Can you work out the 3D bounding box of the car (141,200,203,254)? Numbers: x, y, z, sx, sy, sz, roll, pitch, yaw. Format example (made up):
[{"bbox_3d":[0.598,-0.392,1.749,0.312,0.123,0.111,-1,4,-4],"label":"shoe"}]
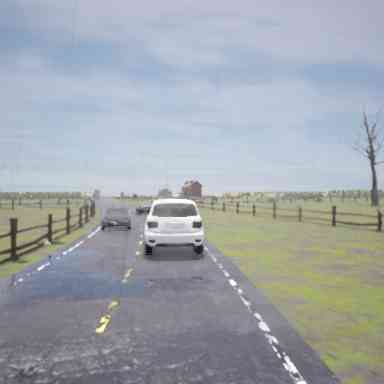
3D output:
[{"bbox_3d":[-0.863,1.324,14.195,2.150,2.045,5.566,0,0,-6],"label":"car"}]

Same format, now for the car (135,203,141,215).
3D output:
[{"bbox_3d":[-5.282,1.873,37.205,1.895,1.301,4.718,0,-1,-15],"label":"car"}]

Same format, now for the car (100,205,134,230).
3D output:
[{"bbox_3d":[-4.978,1.657,22.243,1.837,1.490,4.892,0,0,-10],"label":"car"}]
